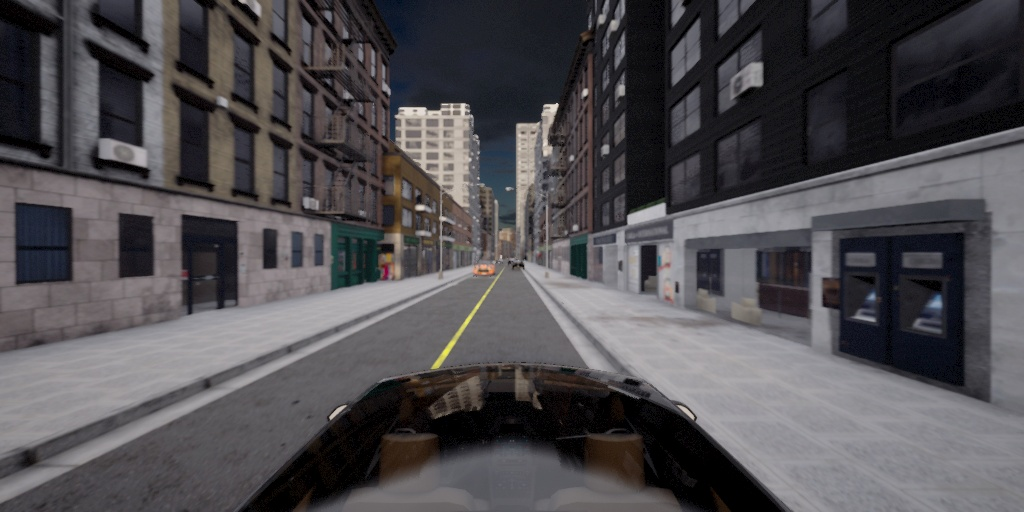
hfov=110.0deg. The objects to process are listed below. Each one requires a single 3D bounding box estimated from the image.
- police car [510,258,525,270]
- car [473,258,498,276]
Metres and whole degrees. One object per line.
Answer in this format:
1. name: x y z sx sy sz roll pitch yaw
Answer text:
1. police car: 0.970 1.273 55.489 1.930 1.638 5.238 0 0 0
2. car: -2.835 1.160 37.548 2.097 1.767 4.553 0 0 0
